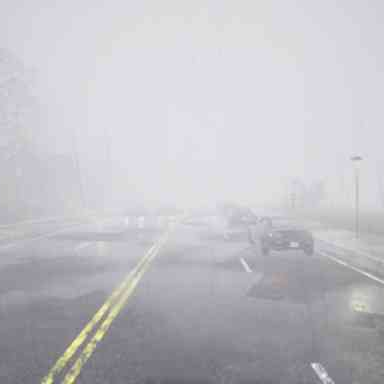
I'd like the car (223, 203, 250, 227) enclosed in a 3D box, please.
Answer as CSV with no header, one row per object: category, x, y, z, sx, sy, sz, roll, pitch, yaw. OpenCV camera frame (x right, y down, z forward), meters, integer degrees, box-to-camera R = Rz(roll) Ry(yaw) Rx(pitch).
car,3.586,1.742,24.271,1.994,1.385,4.181,0,0,2

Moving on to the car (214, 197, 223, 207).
car,4.448,1.687,46.113,2.097,1.767,4.553,0,0,3

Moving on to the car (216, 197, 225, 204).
car,6.732,2.076,78.893,2.128,1.511,4.902,0,0,5

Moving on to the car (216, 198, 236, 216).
car,3.951,1.748,35.209,2.128,1.511,4.902,0,0,2

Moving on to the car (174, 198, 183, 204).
car,-3.236,2.096,76.762,2.128,1.511,4.902,0,0,5

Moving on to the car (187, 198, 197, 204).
car,0.002,2.043,76.485,1.882,1.535,5.008,0,0,5

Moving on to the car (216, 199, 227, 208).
car,5.079,1.942,57.067,1.812,1.442,4.674,0,0,4

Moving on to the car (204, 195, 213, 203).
car,4.284,1.808,88.013,2.150,2.045,5.566,0,0,6

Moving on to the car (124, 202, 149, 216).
car,-5.857,1.785,35.612,1.812,1.442,4.674,0,0,2

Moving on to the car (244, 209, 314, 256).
car,3.476,1.626,13.521,1.812,1.442,4.674,0,0,1

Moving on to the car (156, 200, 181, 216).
car,-2.609,1.823,35.537,1.994,1.385,4.181,0,0,2
